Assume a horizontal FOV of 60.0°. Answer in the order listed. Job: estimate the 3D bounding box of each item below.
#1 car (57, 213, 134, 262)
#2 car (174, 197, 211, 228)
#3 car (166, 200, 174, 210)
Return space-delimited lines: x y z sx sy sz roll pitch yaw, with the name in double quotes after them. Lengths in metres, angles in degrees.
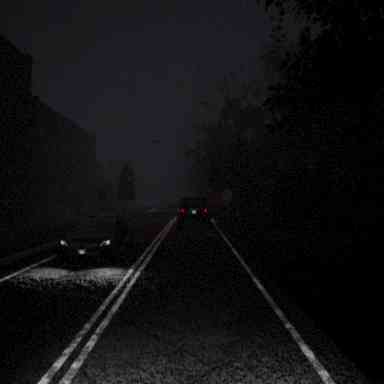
-3.339 1.555 12.401 1.812 1.442 4.674 0 0 0 "car"
0.130 1.328 22.918 2.150 2.045 5.566 0 -1 0 "car"
-3.163 2.074 54.527 1.882 1.535 5.008 0 -1 1 "car"
